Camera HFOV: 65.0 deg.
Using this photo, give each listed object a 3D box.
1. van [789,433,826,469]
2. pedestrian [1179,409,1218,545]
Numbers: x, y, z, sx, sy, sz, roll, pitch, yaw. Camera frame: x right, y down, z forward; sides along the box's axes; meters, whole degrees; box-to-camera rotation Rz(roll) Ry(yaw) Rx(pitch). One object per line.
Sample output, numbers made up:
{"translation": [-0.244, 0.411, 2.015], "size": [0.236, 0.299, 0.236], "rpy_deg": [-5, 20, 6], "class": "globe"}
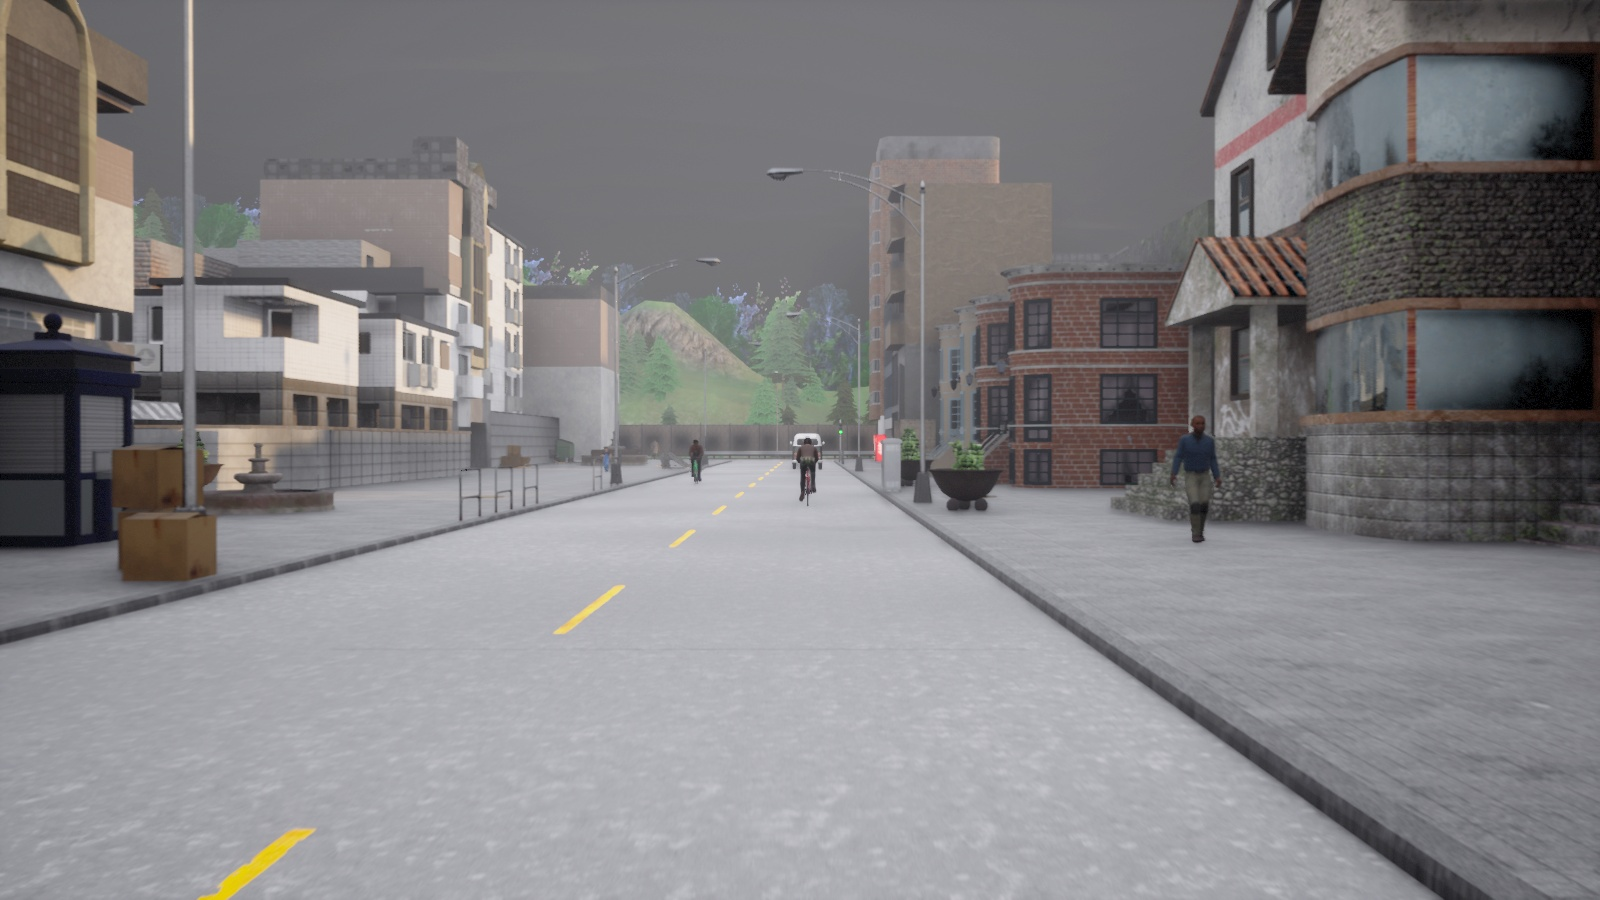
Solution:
{"translation": [0.429, 0.059, 73.005], "size": [2.069, 2.038, 4.480], "rpy_deg": [0, 0, 0], "class": "van"}
{"translation": [5.481, 0.361, 17.290], "size": [0.370, 1.835, 0.726], "rpy_deg": [0, 0, 6], "class": "pedestrian"}
